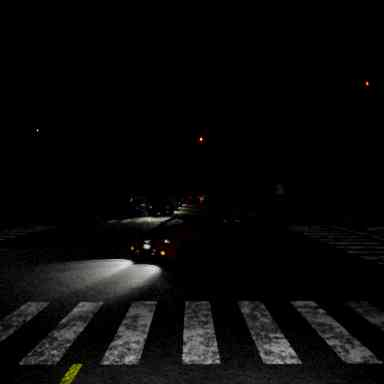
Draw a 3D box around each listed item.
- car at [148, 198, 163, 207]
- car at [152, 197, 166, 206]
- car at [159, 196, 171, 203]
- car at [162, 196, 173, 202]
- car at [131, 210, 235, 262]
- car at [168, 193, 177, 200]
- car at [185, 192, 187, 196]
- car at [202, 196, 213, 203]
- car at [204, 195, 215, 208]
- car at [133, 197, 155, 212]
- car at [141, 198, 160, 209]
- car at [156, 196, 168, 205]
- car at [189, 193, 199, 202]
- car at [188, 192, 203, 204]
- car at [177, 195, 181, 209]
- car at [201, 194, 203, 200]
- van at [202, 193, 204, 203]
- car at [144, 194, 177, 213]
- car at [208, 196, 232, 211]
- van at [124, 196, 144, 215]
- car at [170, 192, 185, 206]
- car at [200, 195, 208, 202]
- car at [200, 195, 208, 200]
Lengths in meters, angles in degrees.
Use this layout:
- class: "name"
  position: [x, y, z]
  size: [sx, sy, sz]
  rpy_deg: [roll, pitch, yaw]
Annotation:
- class: "car"
  position: [-5.518, 1.579, 50.416]
  size: [1.802, 1.307, 4.206]
  rpy_deg: [0, 0, 0]
- class: "car"
  position: [-5.479, 1.562, 56.084]
  size: [1.947, 1.339, 4.313]
  rpy_deg: [0, 0, 0]
- class: "car"
  position: [-5.401, 1.559, 67.420]
  size: [1.947, 1.339, 4.313]
  rpy_deg: [0, 0, 0]
- class: "car"
  position: [-5.362, 1.535, 73.087]
  size: [1.887, 1.381, 4.507]
  rpy_deg: [0, 0, 0]
- class: "car"
  position: [-0.193, 1.565, 12.197]
  size: [1.994, 1.385, 4.181]
  rpy_deg: [0, 0, 40]
- class: "car"
  position: [-5.246, 1.296, 90.093]
  size: [2.192, 1.841, 5.009]
  rpy_deg: [0, 0, 0]
- class: "car"
  position: [-2.629, 1.347, 62.398]
  size: [2.097, 1.767, 4.553]
  rpy_deg: [0, 0, 1]
- class: "car"
  position: [3.124, 1.544, 67.369]
  size: [2.008, 1.369, 4.403]
  rpy_deg: [0, 0, 0]
- class: "car"
  position: [2.969, 1.438, 44.692]
  size: [1.967, 1.590, 4.097]
  rpy_deg: [0, 0, 0]
- class: "car"
  position: [-5.596, 1.438, 39.079]
  size: [1.967, 1.590, 4.097]
  rpy_deg: [0, 0, 0]
- class: "car"
  position: [-5.556, 1.564, 44.747]
  size: [1.947, 1.339, 4.313]
  rpy_deg: [0, 0, 0]
- class: "car"
  position: [-5.441, 1.520, 61.582]
  size: [1.752, 1.417, 4.829]
  rpy_deg: [0, 0, 0]
- class: "car"
  position: [0.501, 1.178, 73.738]
  size: [2.097, 1.767, 4.553]
  rpy_deg: [0, 0, 0]
- class: "car"
  position: [0.430, 1.216, 63.379]
  size: [2.150, 2.045, 5.566]
  rpy_deg: [0, 0, 0]
- class: "car"
  position: [-2.815, 1.476, 42.045]
  size: [1.882, 1.535, 5.008]
  rpy_deg: [0, 0, 1]
- class: "car"
  position: [3.087, 1.520, 61.870]
  size: [1.752, 1.417, 4.829]
  rpy_deg: [0, 0, 0]
- class: "van"
  position: [3.046, 1.337, 56.031]
  size: [1.690, 1.788, 3.998]
  rpy_deg: [0, 0, 0]
- class: "car"
  position: [-2.925, 1.350, 32.108]
  size: [2.097, 1.767, 4.553]
  rpy_deg: [0, 0, 2]
- class: "car"
  position: [2.891, 1.438, 33.355]
  size: [1.967, 1.590, 4.097]
  rpy_deg: [0, 0, 0]
- class: "van"
  position: [-5.635, 1.339, 33.411]
  size: [1.690, 1.788, 3.998]
  rpy_deg: [0, 0, 0]
- class: "car"
  position: [-2.741, 1.219, 52.172]
  size: [2.150, 2.045, 5.566]
  rpy_deg: [0, 0, 1]
- class: "car"
  position: [2.890, 1.444, 79.541]
  size: [1.801, 1.575, 5.366]
  rpy_deg: [0, 0, 0]
- class: "car"
  position: [3.280, 1.547, 90.046]
  size: [1.947, 1.339, 4.313]
  rpy_deg: [0, 0, 0]
